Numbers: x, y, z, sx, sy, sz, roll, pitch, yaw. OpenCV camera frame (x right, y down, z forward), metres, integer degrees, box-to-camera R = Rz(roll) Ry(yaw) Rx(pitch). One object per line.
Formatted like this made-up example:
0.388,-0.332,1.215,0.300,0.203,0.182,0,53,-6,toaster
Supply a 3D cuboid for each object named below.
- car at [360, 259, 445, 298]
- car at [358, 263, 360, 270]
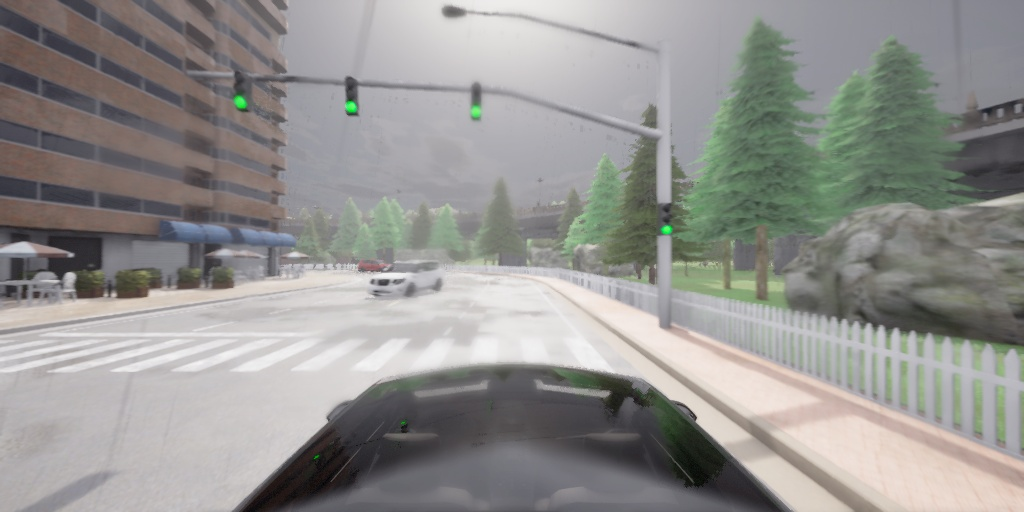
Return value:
-5.776,1.249,20.465,2.150,2.045,5.566,0,1,14,car
-19.548,1.515,51.808,5.566,2.045,2.150,1,0,21,car
